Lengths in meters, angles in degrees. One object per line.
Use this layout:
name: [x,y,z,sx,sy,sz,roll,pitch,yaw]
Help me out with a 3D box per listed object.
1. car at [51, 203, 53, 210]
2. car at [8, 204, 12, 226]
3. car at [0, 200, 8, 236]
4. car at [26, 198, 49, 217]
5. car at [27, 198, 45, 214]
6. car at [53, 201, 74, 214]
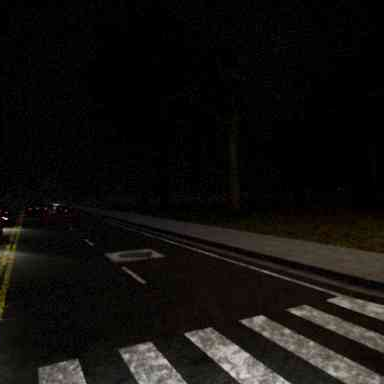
car: [-21.131,2.135,52.534,2.128,1.511,4.902,-1,0,-27]
car: [-16.165,1.675,27.377,2.150,2.045,5.566,-1,0,-27]
car: [-11.421,1.536,17.769,2.150,2.045,5.566,-1,0,-26]
car: [-17.565,1.863,37.865,2.097,1.767,4.553,-1,0,-26]
car: [-21.973,1.873,46.655,2.150,2.045,5.566,-1,0,-26]
car: [-16.756,2.103,43.676,1.895,1.301,4.718,-1,0,-26]
